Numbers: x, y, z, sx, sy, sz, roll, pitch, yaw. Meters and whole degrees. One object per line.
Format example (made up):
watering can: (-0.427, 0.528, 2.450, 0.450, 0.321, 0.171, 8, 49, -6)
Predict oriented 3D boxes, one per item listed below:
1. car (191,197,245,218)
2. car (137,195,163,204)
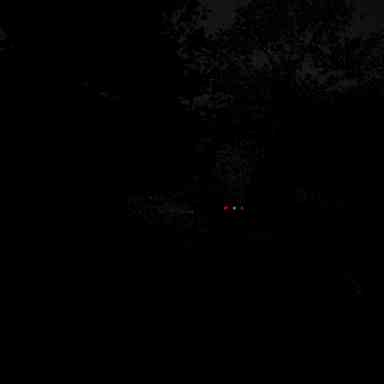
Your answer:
car: (1.735, 1.038, 24.012, 2.033, 1.411, 5.357, 1, 1, -25)
car: (-4.984, 0.651, 39.086, 2.033, 1.411, 5.357, 1, 1, -24)
